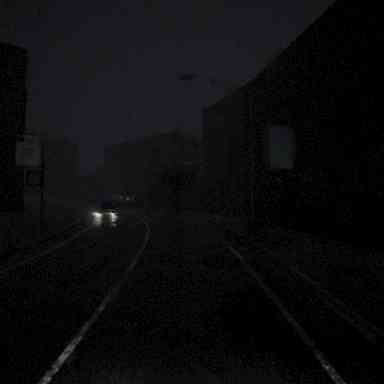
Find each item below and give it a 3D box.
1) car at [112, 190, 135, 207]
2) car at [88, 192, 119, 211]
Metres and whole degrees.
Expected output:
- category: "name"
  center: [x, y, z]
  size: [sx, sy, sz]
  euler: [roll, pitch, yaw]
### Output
- category: "car"
  center: [-9.018, 0.789, 41.421]
  size: [2.150, 2.045, 5.566]
  euler: [2, 0, -33]
- category: "car"
  center: [-9.597, 1.076, 35.112]
  size: [1.882, 1.535, 5.008]
  euler: [2, 1, -29]
